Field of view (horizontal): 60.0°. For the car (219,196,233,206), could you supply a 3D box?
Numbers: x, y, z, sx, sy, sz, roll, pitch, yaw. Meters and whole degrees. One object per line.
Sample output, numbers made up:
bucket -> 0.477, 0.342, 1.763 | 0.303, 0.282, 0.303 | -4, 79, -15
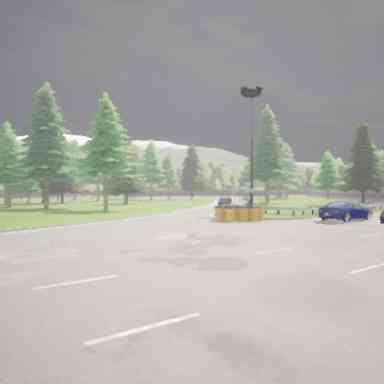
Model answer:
car -> 5.258, 1.383, 51.795 | 2.128, 1.511, 4.902 | 0, 0, 11

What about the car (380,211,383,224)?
car -> 14.755, 1.484, 22.868 | 4.181, 1.385, 1.994 | 0, 0, -35

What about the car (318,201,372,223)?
car -> 11.510, 1.402, 24.853 | 5.008, 1.535, 1.882 | 0, 0, -36
